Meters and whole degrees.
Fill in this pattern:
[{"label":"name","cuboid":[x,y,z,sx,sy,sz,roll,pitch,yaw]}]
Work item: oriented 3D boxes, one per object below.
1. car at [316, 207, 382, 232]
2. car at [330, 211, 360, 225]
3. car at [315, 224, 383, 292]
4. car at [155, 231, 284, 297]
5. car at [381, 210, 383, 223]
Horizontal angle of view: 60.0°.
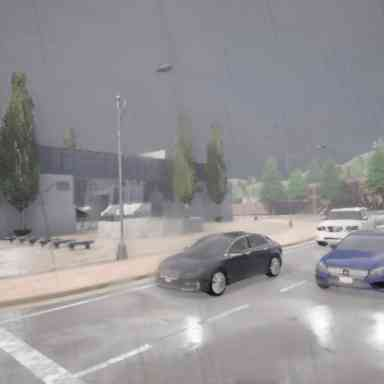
[{"label":"car","cuboid":[8.881,1.912,18.918,2.150,2.045,5.566,-4,-4,38]},{"label":"car","cuboid":[17.085,2.917,37.244,1.994,1.385,4.181,-3,-3,10]},{"label":"car","cuboid":[5.217,1.861,9.620,1.812,1.442,4.674,-5,-4,43]},{"label":"car","cuboid":[1.054,2.032,10.292,1.837,1.490,4.892,-5,-4,43]},{"label":"car","cuboid":[20.186,2.650,35.140,1.812,1.442,4.674,-3,-3,12]}]
